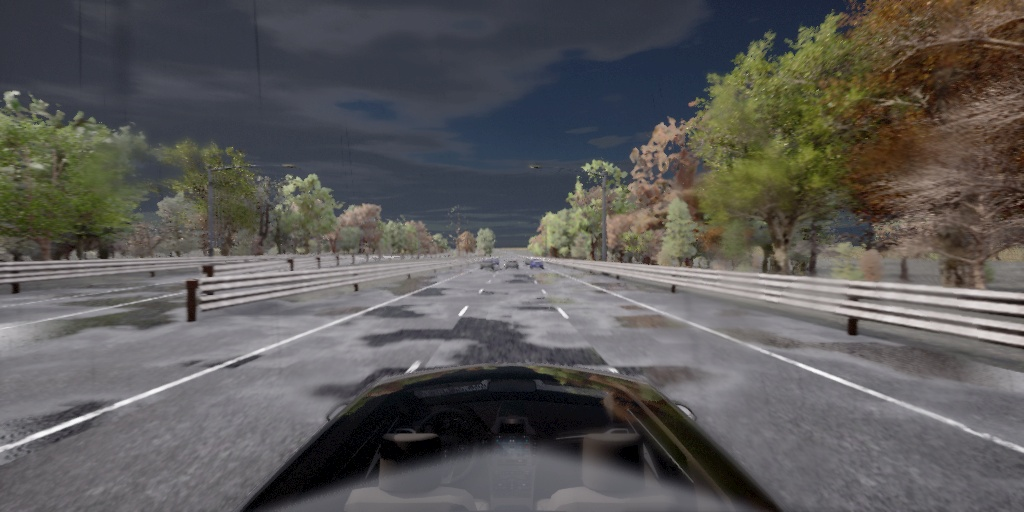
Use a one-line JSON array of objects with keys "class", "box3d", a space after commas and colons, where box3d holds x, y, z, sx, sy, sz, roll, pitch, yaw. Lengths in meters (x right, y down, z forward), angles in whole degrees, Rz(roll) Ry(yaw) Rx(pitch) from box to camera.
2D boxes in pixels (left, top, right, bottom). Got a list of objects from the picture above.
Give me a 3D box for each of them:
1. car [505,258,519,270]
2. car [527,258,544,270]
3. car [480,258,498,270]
[{"class": "car", "box3d": [0.030, 1.134, 51.199, 2.128, 1.511, 4.902, 0, 0, 0]}, {"class": "car", "box3d": [3.529, 1.169, 51.492, 1.812, 1.442, 4.674, 0, 0, 0]}, {"class": "car", "box3d": [-3.471, 1.133, 51.143, 2.128, 1.511, 4.902, 0, 0, 0]}]
